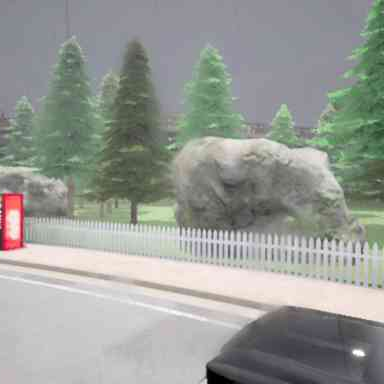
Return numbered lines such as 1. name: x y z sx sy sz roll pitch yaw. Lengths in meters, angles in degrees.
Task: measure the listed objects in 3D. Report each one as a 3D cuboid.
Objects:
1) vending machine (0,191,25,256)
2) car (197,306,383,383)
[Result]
1. vending machine: -6.502 1.031 11.394 0.880 2.100 1.100 1 1 21
2. car: 2.356 1.608 2.148 4.718 1.301 1.895 1 1 36
